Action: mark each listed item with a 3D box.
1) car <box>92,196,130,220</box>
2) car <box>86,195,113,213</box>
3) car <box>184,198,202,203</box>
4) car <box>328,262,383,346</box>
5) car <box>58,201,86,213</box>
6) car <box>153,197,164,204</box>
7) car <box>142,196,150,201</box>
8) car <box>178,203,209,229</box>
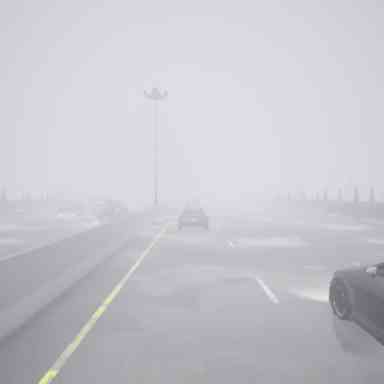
[{"bbox_3d":[-7.111,1.497,30.056,2.097,1.767,4.553,0,0,0],"label":"car"},{"bbox_3d":[-10.606,1.428,40.225,2.150,2.045,5.566,0,-1,0],"label":"car"},{"bbox_3d":[0.079,1.556,39.876,2.097,1.767,4.553,0,0,0],"label":"car"},{"bbox_3d":[3.597,1.587,4.694,1.994,1.385,4.181,0,0,0],"label":"car"},{"bbox_3d":[-14.110,1.750,39.623,2.033,1.411,5.357,0,0,0],"label":"car"},{"bbox_3d":[-7.041,1.928,70.333,1.837,1.490,4.892,0,0,0],"label":"car"},{"bbox_3d":[-11.237,1.669,81.045,1.812,1.442,4.674,0,-1,-7],"label":"car"},{"bbox_3d":[0.088,1.670,22.303,1.994,1.385,4.181,0,0,0],"label":"car"}]
